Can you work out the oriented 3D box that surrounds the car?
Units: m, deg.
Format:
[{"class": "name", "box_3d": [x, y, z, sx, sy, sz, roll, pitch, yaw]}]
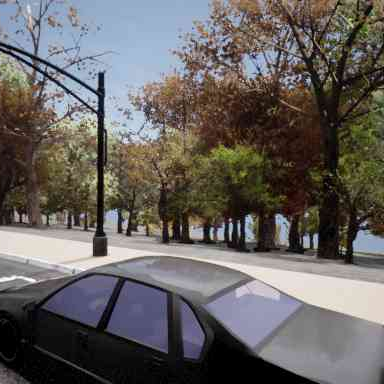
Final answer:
[{"class": "car", "box_3d": [-0.528, 1.547, 4.055, 5.357, 1.411, 2.033, 0, 0, 35]}]
